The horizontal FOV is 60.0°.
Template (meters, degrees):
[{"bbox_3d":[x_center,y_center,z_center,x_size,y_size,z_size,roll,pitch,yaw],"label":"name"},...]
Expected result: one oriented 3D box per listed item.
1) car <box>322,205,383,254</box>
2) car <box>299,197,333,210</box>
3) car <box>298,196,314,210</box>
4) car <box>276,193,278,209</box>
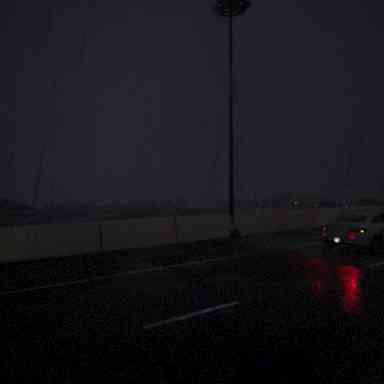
[{"bbox_3d":[6.970,1.436,13.043,4.674,1.442,1.812,0,0,-36],"label":"car"},{"bbox_3d":[13.920,1.452,35.436,4.718,1.301,1.895,0,0,-35],"label":"car"},{"bbox_3d":[12.792,1.206,38.927,4.553,1.767,2.097,0,0,-35],"label":"car"},{"bbox_3d":[10.801,1.079,41.805,5.566,2.045,2.150,1,0,-35],"label":"car"}]
